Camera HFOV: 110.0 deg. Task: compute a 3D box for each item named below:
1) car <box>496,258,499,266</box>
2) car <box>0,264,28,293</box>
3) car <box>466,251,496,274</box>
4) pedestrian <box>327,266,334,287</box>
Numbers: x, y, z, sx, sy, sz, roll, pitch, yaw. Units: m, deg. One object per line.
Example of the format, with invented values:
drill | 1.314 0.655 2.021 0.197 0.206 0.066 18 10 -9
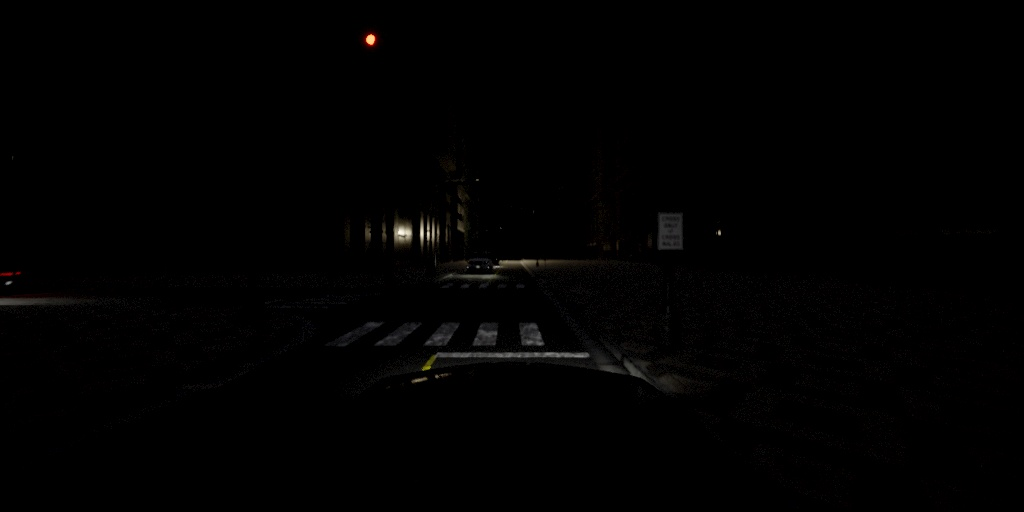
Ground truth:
car | -2.952 0.737 52.209 1.994 1.385 4.181 0 0 0
car | -25.733 1.026 16.635 4.902 1.511 2.128 0 0 0
car | -3.028 0.567 34.442 2.150 2.045 5.566 0 1 0
pedestrian | -9.967 0.740 19.623 0.375 1.860 0.375 0 -1 0
